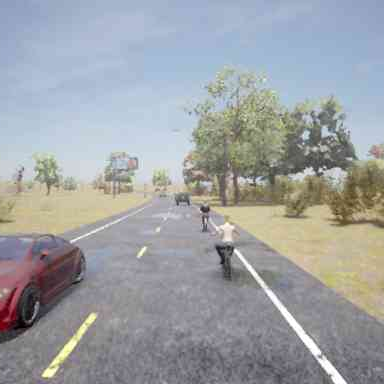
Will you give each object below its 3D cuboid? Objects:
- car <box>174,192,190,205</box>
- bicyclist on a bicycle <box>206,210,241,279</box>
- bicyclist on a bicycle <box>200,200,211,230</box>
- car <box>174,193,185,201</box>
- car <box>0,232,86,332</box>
[{"bbox_3d":[-1.530,1.047,55.333,2.150,2.045,5.566,0,0,-3],"label":"car"},{"bbox_3d":[0.925,1.413,8.990,0.866,1.612,1.509,0,0,-1],"label":"bicyclist on a bicycle"},{"bbox_3d":[0.748,1.318,18.781,0.659,1.776,1.843,0,0,-1],"label":"bicyclist on a bicycle"},{"bbox_3d":[-2.813,1.107,73.495,2.097,1.767,4.553,0,0,-4],"label":"car"},{"bbox_3d":[-3.647,1.548,6.719,1.994,1.385,4.181,0,0,0],"label":"car"}]
